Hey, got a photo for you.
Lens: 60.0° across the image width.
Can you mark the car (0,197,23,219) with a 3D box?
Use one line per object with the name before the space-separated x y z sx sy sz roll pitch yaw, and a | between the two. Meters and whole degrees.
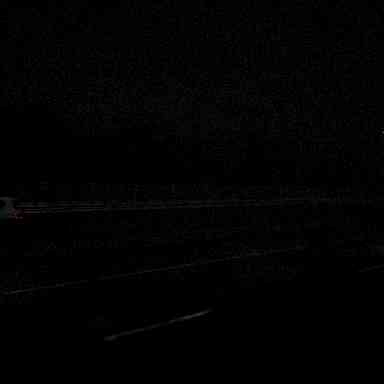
car | -10.137 1.223 13.957 5.566 2.045 2.150 0 0 -35
